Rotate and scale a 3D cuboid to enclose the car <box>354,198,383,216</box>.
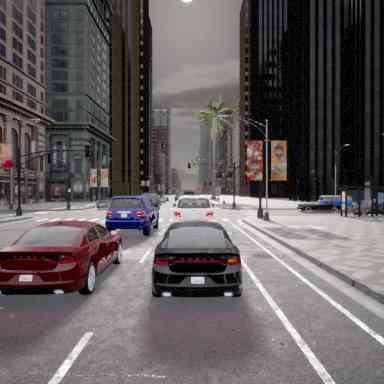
[{"bbox_3d":[17.053,1.549,31.272,4.403,1.369,2.008,0,0,0],"label":"car"}]

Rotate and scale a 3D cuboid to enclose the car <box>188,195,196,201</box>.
[{"bbox_3d":[-0.046,1.505,83.234,1.837,1.490,4.892,0,0,0],"label":"car"}]

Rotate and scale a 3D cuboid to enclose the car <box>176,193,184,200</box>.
[{"bbox_3d":[-3.301,1.194,92.029,2.097,1.767,4.553,0,0,0],"label":"car"}]

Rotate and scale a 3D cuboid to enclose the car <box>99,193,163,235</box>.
[{"bbox_3d":[-3.189,1.221,18.626,2.150,2.045,5.566,0,0,2],"label":"car"}]

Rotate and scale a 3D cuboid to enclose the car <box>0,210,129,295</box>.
[{"bbox_3d":[-3.155,1.477,8.761,1.882,1.535,5.008,0,0,0],"label":"car"}]

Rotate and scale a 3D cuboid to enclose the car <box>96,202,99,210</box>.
[{"bbox_3d":[-10.648,1.493,43.276,2.128,1.511,4.902,0,0,12],"label":"car"}]

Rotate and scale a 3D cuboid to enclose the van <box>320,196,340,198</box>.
[{"bbox_3d":[17.044,1.315,39.796,3.998,1.788,1.690,0,0,0],"label":"van"}]

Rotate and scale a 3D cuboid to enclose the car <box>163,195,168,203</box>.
[{"bbox_3d":[-6.544,1.604,68.608,1.895,1.301,4.718,0,0,0],"label":"car"}]

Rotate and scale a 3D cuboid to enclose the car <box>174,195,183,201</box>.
[{"bbox_3d":[-3.295,1.496,81.639,1.837,1.490,4.892,0,0,0],"label":"car"}]

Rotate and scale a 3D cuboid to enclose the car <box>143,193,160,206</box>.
[{"bbox_3d":[-6.622,1.223,54.689,2.150,2.045,5.566,0,0,0],"label":"car"}]

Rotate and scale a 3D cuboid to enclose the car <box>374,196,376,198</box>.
[{"bbox_3d":[23.982,1.198,37.136,5.566,2.045,2.150,0,0,0],"label":"car"}]

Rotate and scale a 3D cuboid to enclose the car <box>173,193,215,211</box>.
[{"bbox_3d":[0.091,1.221,18.568,2.150,2.045,5.566,0,0,0],"label":"car"}]

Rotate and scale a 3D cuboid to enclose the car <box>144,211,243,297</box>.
[{"bbox_3d":[0.094,1.477,8.608,1.882,1.535,5.008,0,0,0],"label":"car"}]

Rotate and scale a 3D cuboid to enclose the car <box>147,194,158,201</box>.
[{"bbox_3d":[-9.796,1.355,82.728,2.097,1.767,4.553,0,0,0],"label":"car"}]

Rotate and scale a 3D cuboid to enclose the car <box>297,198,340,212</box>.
[{"bbox_3d":[14.224,1.584,37.133,4.718,1.301,1.895,0,0,0],"label":"car"}]

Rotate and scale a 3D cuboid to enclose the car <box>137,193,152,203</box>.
[{"bbox_3d":[-9.788,1.226,68.806,2.150,2.045,5.566,0,0,0],"label":"car"}]

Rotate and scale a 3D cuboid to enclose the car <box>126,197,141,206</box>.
[{"bbox_3d":[-9.865,1.528,56.478,1.812,1.442,4.674,0,0,0],"label":"car"}]
